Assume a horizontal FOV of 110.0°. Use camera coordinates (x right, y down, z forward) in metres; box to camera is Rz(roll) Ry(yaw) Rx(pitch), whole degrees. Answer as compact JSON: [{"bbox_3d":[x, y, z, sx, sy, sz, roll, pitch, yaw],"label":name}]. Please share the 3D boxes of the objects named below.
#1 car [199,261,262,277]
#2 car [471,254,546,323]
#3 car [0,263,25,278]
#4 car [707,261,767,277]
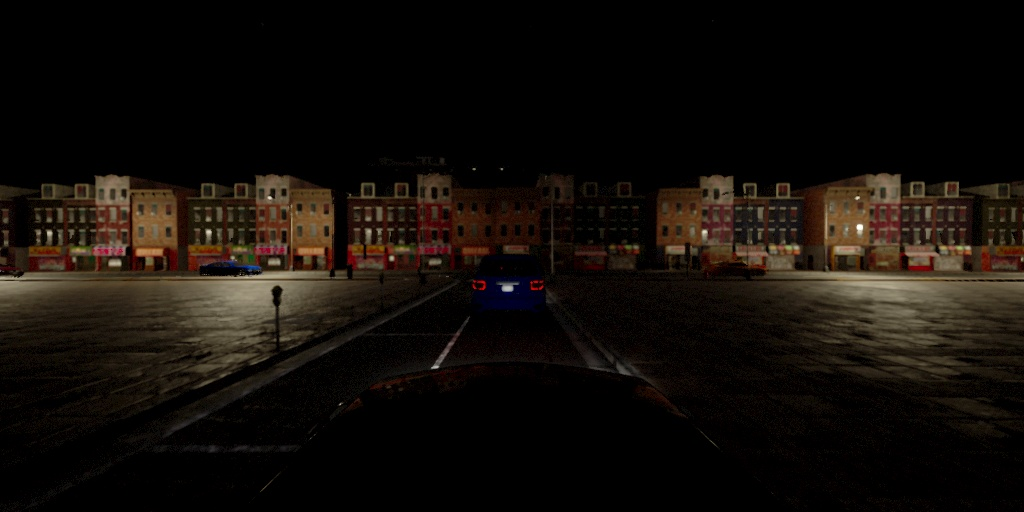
[{"bbox_3d":[-25.962,1.202,33.187,5.008,1.535,1.882,0,1,0],"label":"car"},{"bbox_3d":[-0.068,0.951,12.177,2.150,2.045,5.566,0,0,1],"label":"car"},{"bbox_3d":[-48.545,1.347,33.359,4.674,1.442,1.812,0,1,0],"label":"car"},{"bbox_3d":[20.714,1.208,33.064,5.008,1.535,1.882,0,1,1],"label":"car"}]
